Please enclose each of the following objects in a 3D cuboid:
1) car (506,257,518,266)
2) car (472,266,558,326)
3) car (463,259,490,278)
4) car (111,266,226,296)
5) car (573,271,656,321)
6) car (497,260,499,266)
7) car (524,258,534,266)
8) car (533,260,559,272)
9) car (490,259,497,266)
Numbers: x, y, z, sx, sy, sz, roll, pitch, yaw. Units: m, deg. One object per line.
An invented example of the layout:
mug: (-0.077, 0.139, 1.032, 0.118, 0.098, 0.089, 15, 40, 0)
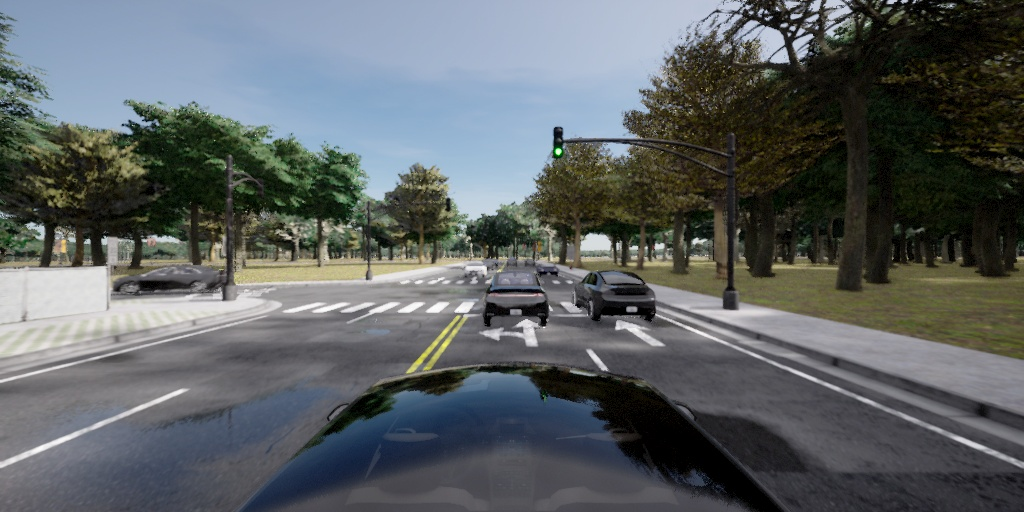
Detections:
car: (-0.002, 1.130, 64.126, 2.128, 1.511, 4.902, 0, 0, 0)
car: (0.103, 1.233, 11.660, 2.128, 1.511, 4.902, 0, 0, 0)
car: (-3.347, 1.234, 33.393, 1.812, 1.442, 4.674, 0, 0, 0)
car: (-18.500, 1.291, 19.685, 4.902, 1.511, 2.128, 0, 0, -19)
car: (3.351, 1.246, 12.424, 1.837, 1.490, 4.892, 0, 0, 0)
car: (-3.285, 1.189, 62.798, 2.033, 1.411, 5.357, 0, 0, 1)
car: (3.248, 1.130, 64.181, 2.128, 1.511, 4.902, 0, 0, 0)
car: (3.349, 1.306, 34.949, 1.895, 1.301, 4.718, 0, 0, 0)
car: (-3.334, 1.177, 47.738, 1.837, 1.490, 4.892, 0, 2, 0)
